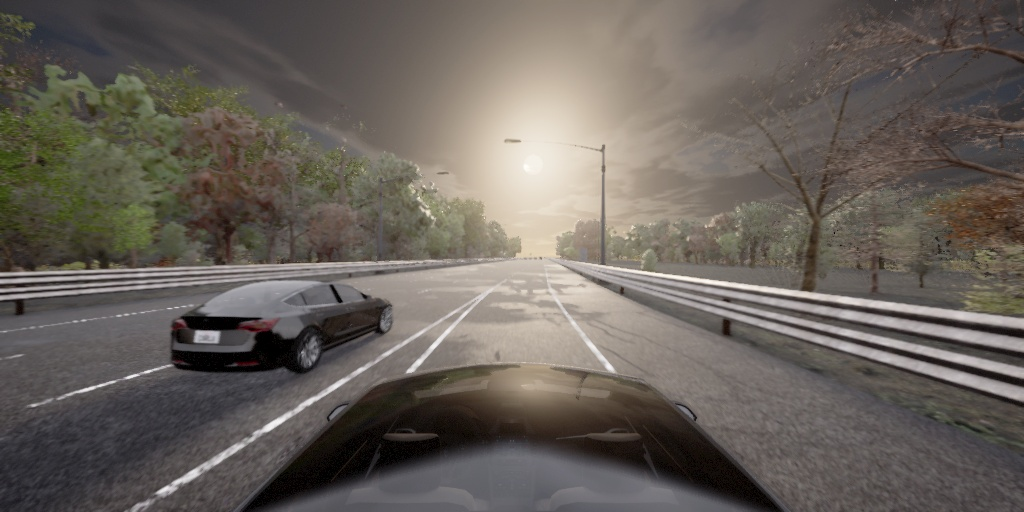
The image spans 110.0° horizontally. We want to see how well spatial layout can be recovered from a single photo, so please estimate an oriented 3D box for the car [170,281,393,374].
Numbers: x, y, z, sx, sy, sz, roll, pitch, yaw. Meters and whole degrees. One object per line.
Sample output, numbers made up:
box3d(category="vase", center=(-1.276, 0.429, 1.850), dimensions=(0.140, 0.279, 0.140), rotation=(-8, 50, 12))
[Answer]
box3d(category="car", center=(-4.259, 1.231, 7.574), dimensions=(2.163, 1.488, 4.792), rotation=(0, 0, 5))
